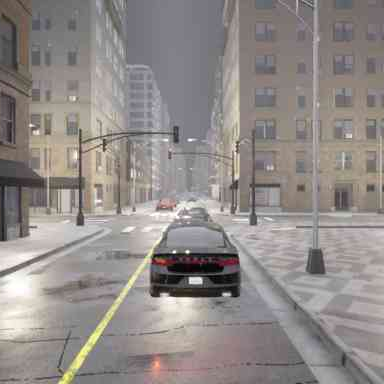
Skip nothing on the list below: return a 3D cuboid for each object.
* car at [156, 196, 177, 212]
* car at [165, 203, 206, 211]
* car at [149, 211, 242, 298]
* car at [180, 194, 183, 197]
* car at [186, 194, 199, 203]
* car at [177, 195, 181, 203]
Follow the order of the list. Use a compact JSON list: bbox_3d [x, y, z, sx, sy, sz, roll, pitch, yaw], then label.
[{"bbox_3d":[-3.156,1.474,39.761,1.882,1.535,5.008,0,0,-1],"label":"car"},{"bbox_3d":[0.081,1.546,18.392,2.033,1.411,5.357,0,0,6],"label":"car"},{"bbox_3d":[0.063,1.477,8.582,1.882,1.535,5.008,0,0,0],"label":"car"},{"bbox_3d":[-3.155,1.500,59.667,1.837,1.490,4.892,0,0,0],"label":"car"},{"bbox_3d":[-0.032,1.595,70.801,1.895,1.301,4.718,0,0,0],"label":"car"},{"bbox_3d":[-3.139,1.543,49.492,2.033,1.411,5.357,0,0,0],"label":"car"}]
